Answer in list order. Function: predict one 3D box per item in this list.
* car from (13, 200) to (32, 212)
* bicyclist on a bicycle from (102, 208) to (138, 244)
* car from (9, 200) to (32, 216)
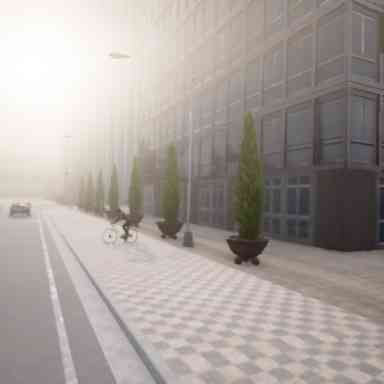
[{"bbox_3d":[-22.792,1.827,44.832,2.033,1.411,5.357,2,-1,-25],"label":"car"},{"bbox_3d":[-3.231,1.544,15.104,1.656,1.620,0.582,2,-1,-25],"label":"bicyclist on a bicycle"},{"bbox_3d":[-18.282,1.717,35.458,2.128,1.511,4.902,2,-1,-25],"label":"car"}]
